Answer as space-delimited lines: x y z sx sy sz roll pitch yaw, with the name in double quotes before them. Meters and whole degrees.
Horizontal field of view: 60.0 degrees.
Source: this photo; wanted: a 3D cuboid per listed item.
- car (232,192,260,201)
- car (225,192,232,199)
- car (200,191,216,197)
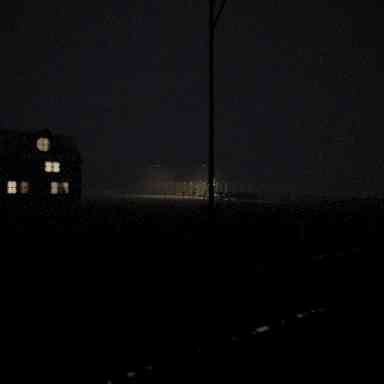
"car" 10.160 0.773 60.764 1.882 1.535 5.008 0 1 -35
"car" 8.830 0.678 68.766 2.128 1.511 4.902 0 0 -35
"car" 3.801 0.466 75.791 1.812 1.442 4.674 0 1 -35
